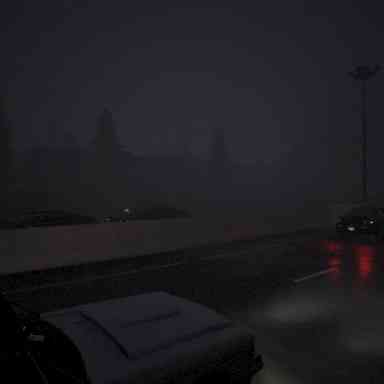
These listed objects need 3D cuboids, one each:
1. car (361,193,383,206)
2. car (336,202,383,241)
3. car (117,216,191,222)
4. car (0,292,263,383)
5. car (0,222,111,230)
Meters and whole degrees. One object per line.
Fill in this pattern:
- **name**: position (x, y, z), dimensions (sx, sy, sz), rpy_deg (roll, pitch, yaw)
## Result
- **car**: position (26.699, 0.991, 48.811), dimensions (4.553, 1.767, 2.097), rpy_deg (-1, 0, -44)
- **car**: position (8.646, 1.408, 16.146), dimensions (4.674, 1.442, 1.812), rpy_deg (0, 0, -43)
- **car**: position (-2.477, 1.477, 20.274), dimensions (5.357, 1.411, 2.033), rpy_deg (-1, 0, -42)
- **car**: position (-1.618, 1.599, 2.698), dimensions (4.718, 1.301, 1.895), rpy_deg (0, 0, -36)
- **car**: position (-5.998, 1.473, 12.840), dimensions (4.902, 1.511, 2.128), rpy_deg (-1, 0, -38)
